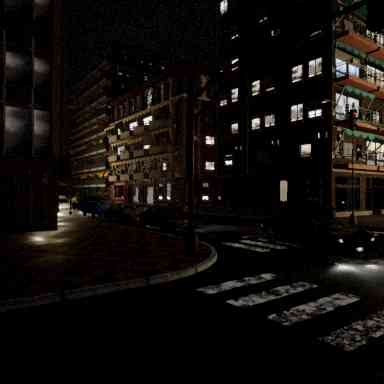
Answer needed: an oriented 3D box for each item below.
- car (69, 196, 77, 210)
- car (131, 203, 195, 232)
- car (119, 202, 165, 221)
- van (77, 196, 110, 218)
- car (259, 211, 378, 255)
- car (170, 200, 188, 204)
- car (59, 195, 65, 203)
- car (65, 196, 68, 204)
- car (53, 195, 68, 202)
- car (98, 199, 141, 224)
[{"bbox_3d":[-12.802,1.484,39.712,1.994,1.385,4.181,0,0,-35],"label":"car"},{"bbox_3d":[-1.716,1.525,19.811,1.802,1.307,4.206,0,0,-36],"label":"car"},{"bbox_3d":[-4.265,1.542,27.797,1.895,1.301,4.718,0,0,-36],"label":"car"},{"bbox_3d":[-8.323,1.265,29.010,1.690,1.788,3.998,0,0,-36],"label":"van"},{"bbox_3d":[4.754,1.518,13.599,2.033,1.411,5.357,0,0,-19],"label":"car"},{"bbox_3d":[-1.618,1.487,34.037,1.752,1.417,4.829,0,0,-36],"label":"car"},{"bbox_3d":[-24.402,1.456,61.292,2.033,1.411,5.357,0,0,-35],"label":"car"},{"bbox_3d":[-21.445,1.447,61.636,1.752,1.417,4.829,0,0,-36],"label":"car"},{"bbox_3d":[-27.954,1.360,70.697,1.967,1.590,4.097,0,0,-36],"label":"car"},{"bbox_3d":[-4.920,1.458,24.272,1.752,1.417,4.829,0,0,-36],"label":"car"}]
